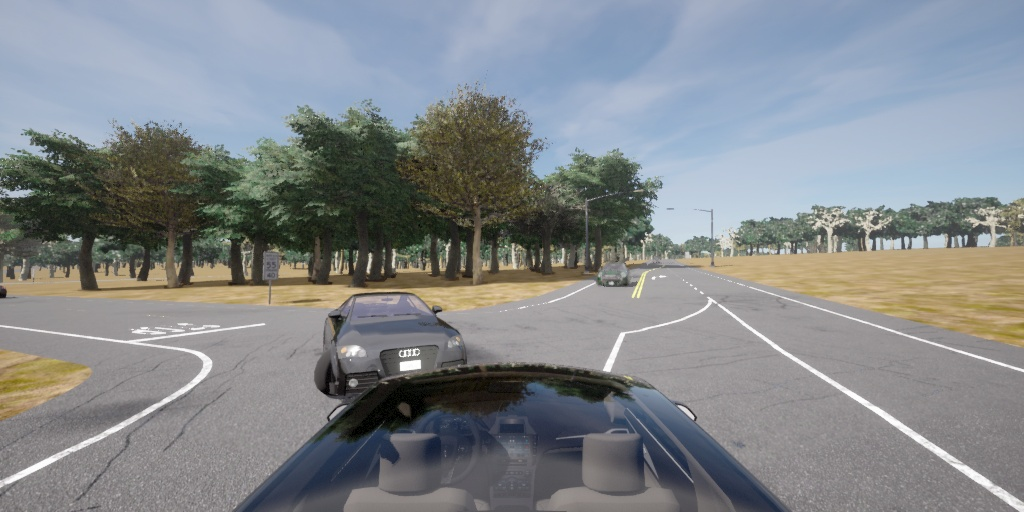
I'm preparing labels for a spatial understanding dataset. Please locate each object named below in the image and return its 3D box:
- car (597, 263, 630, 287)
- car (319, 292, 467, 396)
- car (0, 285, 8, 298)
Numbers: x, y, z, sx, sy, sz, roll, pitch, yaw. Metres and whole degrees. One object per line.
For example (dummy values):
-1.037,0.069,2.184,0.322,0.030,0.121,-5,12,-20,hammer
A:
7.559,1.295,26.492,2.097,1.767,4.553,-1,0,21,car
-2.354,1.377,6.660,1.994,1.385,4.181,1,-2,-29,car
-40.852,2.566,27.440,4.181,1.385,1.994,-2,-3,22,car
